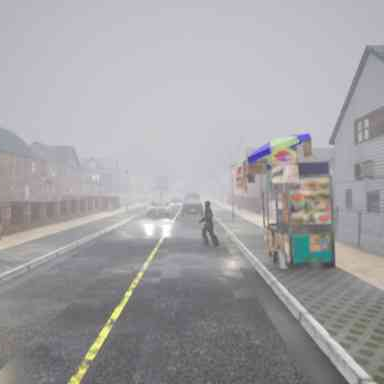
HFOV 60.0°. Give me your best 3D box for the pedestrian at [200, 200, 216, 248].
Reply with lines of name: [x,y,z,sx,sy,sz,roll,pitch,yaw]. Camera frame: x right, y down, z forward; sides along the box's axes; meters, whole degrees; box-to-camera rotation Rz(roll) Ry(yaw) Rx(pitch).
pedestrian: [0.628,1.236,13.001,0.375,1.860,0.375,2,-2,0]

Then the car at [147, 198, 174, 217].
car: [-2.871,1.478,29.617,1.895,1.301,4.718,0,0,0]

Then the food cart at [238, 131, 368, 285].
food cart: [2.944,0.421,10.184,2.280,3.560,4.660,-2,-2,0]

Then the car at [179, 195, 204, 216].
car: [0.056,1.352,30.341,1.882,1.535,5.008,0,1,0]

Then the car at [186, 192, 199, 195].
car: [0.033,1.045,45.799,2.150,2.045,5.566,0,0,0]

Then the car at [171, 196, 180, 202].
car: [-2.869,1.343,60.865,1.994,1.385,4.181,0,0,0]
